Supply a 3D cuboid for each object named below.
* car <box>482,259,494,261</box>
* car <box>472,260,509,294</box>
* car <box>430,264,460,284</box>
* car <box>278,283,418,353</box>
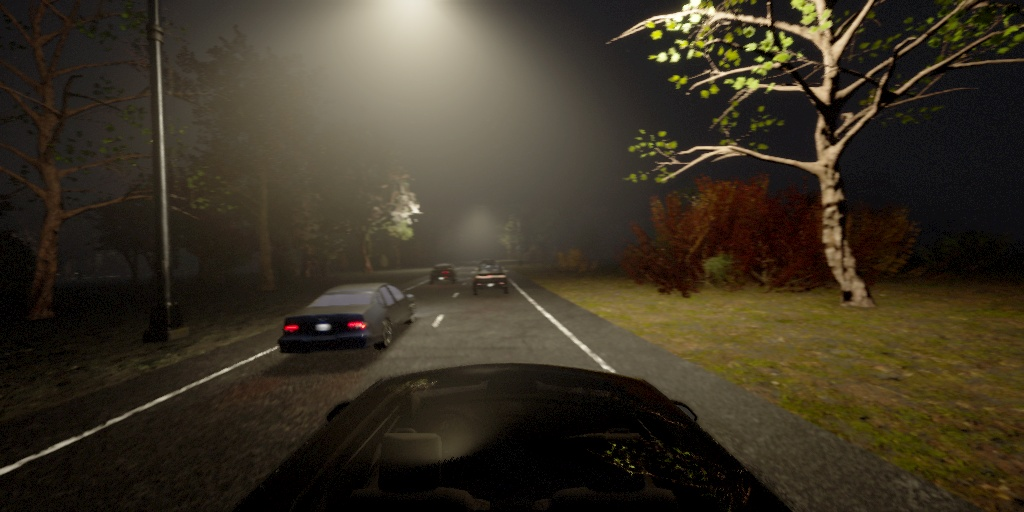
[{"bbox_3d":[-2.379,1.066,36.371,2.097,1.767,4.553,-2,0,-3],"label":"car"},{"bbox_3d":[-1.220,1.222,20.081,2.128,1.511,4.902,-2,0,-4],"label":"car"},{"bbox_3d":[-5.291,1.355,28.337,1.837,1.490,4.892,-2,0,-4],"label":"car"},{"bbox_3d":[-3.826,1.410,9.360,2.033,1.411,5.357,-2,0,-5],"label":"car"}]
